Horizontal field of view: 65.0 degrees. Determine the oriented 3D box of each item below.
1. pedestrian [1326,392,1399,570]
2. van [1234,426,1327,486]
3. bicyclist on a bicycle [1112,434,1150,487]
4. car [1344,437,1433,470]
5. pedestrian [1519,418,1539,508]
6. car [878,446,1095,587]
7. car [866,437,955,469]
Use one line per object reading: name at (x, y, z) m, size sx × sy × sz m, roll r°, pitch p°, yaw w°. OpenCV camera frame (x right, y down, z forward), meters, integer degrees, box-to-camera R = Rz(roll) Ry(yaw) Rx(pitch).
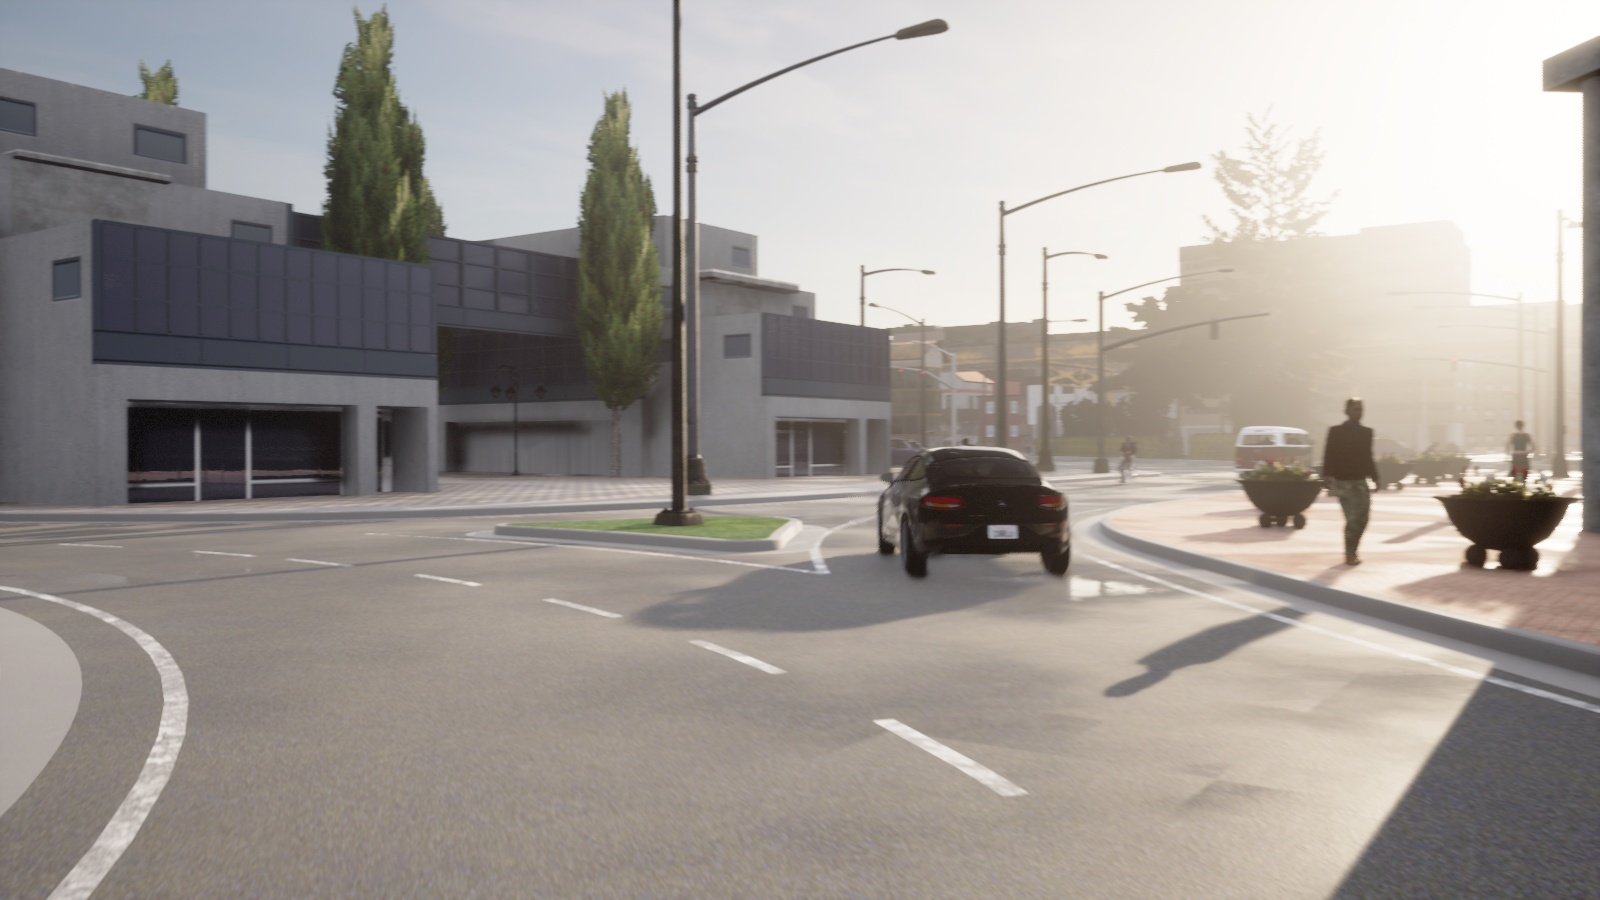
pedestrian at (5.965, 0.318, 13.346) m, size 0.431 × 1.840 × 0.703 m, roll 0°, pitch 0°, yaw -3°
van at (17.419, 0.189, 45.446) m, size 2.069 × 2.038 × 4.480 m, roll 0°, pitch 0°, yaw 36°
bicyclist on a bicycle at (11.335, 0.358, 42.967) m, size 0.659 × 1.776 × 1.843 m, roll 0°, pitch 0°, yaw 35°
car at (32.406, 0.186, 69.128) m, size 4.553 × 1.767 × 2.097 m, roll 0°, pitch 0°, yaw -27°
pedestrian at (15.016, 0.265, 25.880) m, size 0.345 × 1.836 × 0.594 m, roll 0°, pitch 0°, yaw 29°
car at (2.087, 0.682, 15.398) m, size 1.812 × 1.442 × 4.674 m, roll 0°, pitch 0°, yaw -2°
car at (6.212, 0.147, 70.959) m, size 4.553 × 1.767 × 2.097 m, roll 0°, pitch 1°, yaw 35°
